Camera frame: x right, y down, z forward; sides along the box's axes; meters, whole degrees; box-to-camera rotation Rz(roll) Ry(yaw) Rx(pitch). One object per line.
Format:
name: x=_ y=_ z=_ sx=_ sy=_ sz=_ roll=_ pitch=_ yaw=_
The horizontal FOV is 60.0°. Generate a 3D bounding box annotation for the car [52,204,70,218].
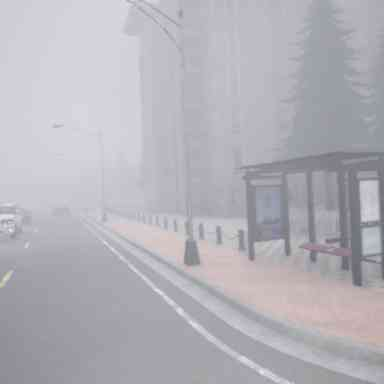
car: x=-15.678 y=2.183 z=39.833 sx=1.882 sy=1.535 sz=5.008 roll=-3 pitch=0 yaw=-22

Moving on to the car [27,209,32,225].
car: x=-15.675 y=2.183 z=30.060 sx=1.882 sy=1.535 sz=5.008 roll=-3 pitch=0 yaw=-22

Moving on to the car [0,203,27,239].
car: x=-11.774 y=1.750 z=20.386 sx=2.150 sy=2.045 sz=5.566 roll=-3 pitch=0 yaw=-22
